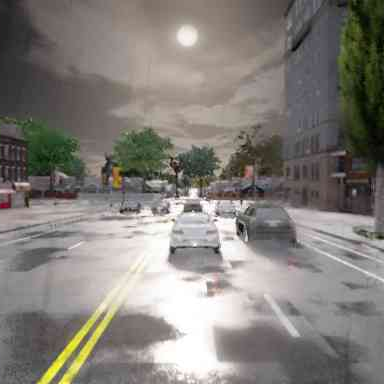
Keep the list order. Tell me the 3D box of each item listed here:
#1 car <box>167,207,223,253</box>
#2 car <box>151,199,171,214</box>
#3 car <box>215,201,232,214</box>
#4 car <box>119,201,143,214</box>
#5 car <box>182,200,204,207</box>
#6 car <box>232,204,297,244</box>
[{"bbox_3d":[0.100,1.535,13.629,1.812,1.442,4.674,0,0,0],"label":"car"},{"bbox_3d":[-3.338,1.572,36.526,2.128,1.511,4.902,0,0,0],"label":"car"},{"bbox_3d":[3.353,1.595,34.029,1.812,1.442,4.674,0,0,0],"label":"car"},{"bbox_3d":[-6.588,1.643,36.163,1.994,1.385,4.181,0,0,0],"label":"car"},{"bbox_3d":[0.103,1.570,33.210,1.837,1.490,4.892,0,0,0],"label":"car"},{"bbox_3d":[3.351,1.365,15.870,2.097,1.767,4.553,0,0,0],"label":"car"}]
